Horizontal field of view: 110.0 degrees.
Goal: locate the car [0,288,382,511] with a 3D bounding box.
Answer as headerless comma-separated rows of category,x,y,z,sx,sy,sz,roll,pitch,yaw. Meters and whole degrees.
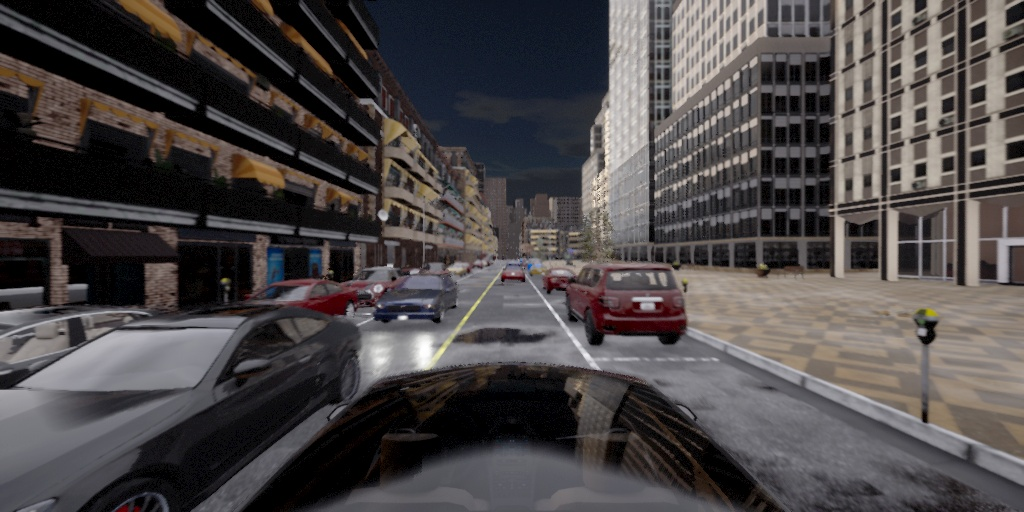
car,-3.096,1.280,3.593,1.812,1.442,4.674,0,0,0

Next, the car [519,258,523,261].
car,0.108,1.354,48.917,1.882,1.535,5.008,0,0,0

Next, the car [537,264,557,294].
car,2.693,1.341,20.537,1.888,1.381,4.507,0,0,0

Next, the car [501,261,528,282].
car,0.095,1.385,30.175,1.994,1.385,4.181,0,0,0

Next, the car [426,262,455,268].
car,-5.687,1.249,26.065,1.967,1.591,4.097,0,0,0

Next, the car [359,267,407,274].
car,-5.689,1.221,15.012,1.967,1.591,4.097,0,0,0

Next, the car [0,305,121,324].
car,-5.690,1.305,3.959,2.007,1.370,4.403,0,0,0

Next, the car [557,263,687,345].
car,2.691,1.083,9.483,2.192,1.841,5.009,0,0,0

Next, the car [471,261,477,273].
car,-5.683,1.401,42.644,1.888,1.381,4.507,0,0,0

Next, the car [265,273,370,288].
car,-5.689,1.313,9.485,1.888,1.381,4.507,0,0,0

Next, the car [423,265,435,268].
car,-5.688,1.377,20.539,1.802,1.307,4.207,0,0,0

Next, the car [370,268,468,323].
car,-2.998,1.323,12.537,2.033,1.411,5.357,0,0,0

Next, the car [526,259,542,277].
car,2.696,1.365,37.287,1.751,1.417,4.829,0,0,0

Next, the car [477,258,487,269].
car,-5.680,1.457,59.225,1.888,1.381,4.507,0,0,0

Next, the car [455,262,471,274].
car,-5.684,1.365,36.949,1.751,1.417,4.829,0,0,0

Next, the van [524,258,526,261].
van,2.697,1.197,42.642,1.690,1.789,3.998,0,0,0
